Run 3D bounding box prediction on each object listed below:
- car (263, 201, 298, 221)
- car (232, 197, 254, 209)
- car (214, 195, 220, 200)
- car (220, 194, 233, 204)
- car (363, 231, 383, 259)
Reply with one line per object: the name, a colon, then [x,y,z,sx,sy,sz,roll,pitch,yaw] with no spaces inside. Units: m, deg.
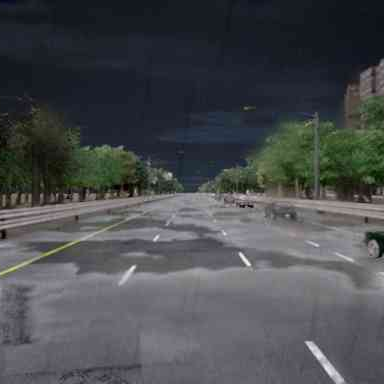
car: [7.039,1.504,26.861,1.837,1.490,4.892,0,0,0]
car: [7.092,1.597,45.286,1.895,1.301,4.718,0,0,0]
car: [7.355,1.512,95.259,2.128,1.511,4.902,0,0,5]
car: [7.147,1.485,64.203,2.128,1.511,4.902,0,0,0]
car: [7.005,1.600,9.696,1.895,1.301,4.718,0,0,0]
